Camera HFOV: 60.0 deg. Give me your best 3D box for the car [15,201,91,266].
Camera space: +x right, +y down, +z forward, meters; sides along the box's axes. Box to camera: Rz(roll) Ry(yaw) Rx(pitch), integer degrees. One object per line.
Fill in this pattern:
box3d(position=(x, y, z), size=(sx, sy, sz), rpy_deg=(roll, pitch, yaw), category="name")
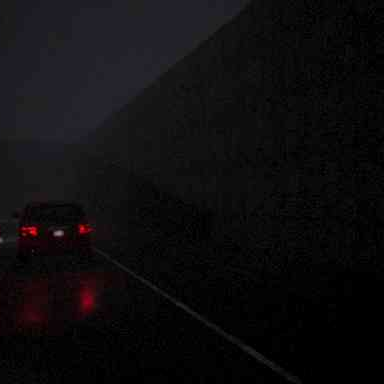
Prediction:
box3d(position=(-5.264, 1.341, 12.377), size=(2.150, 2.045, 5.566), rpy_deg=(0, 0, -28), category="car")
